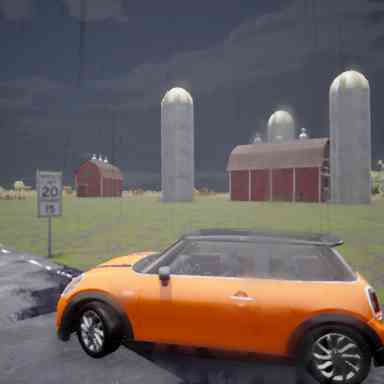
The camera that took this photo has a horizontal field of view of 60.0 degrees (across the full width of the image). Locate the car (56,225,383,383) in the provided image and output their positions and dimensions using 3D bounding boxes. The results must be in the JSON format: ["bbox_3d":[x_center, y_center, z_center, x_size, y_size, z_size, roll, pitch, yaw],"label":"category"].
[{"bbox_3d":[0.302,1.353,5.108,4.553,1.767,2.097,0,0,13],"label":"car"}]
